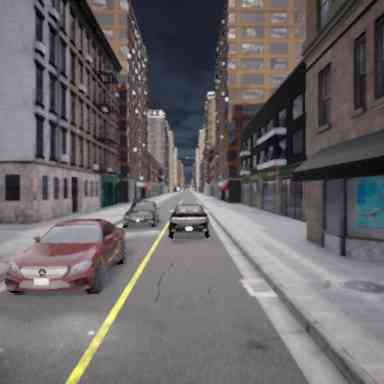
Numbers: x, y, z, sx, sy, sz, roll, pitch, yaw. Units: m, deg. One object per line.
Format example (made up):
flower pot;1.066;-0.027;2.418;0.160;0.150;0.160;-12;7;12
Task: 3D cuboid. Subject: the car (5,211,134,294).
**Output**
car;-2.913;1.453;8.719;1.812;1.442;4.674;0;0;0

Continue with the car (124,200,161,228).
car;-3.010;1.322;20.726;1.837;1.490;4.892;0;0;-1

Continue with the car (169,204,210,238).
car;-0.144;1.335;16.742;2.128;1.511;4.902;0;1;0
